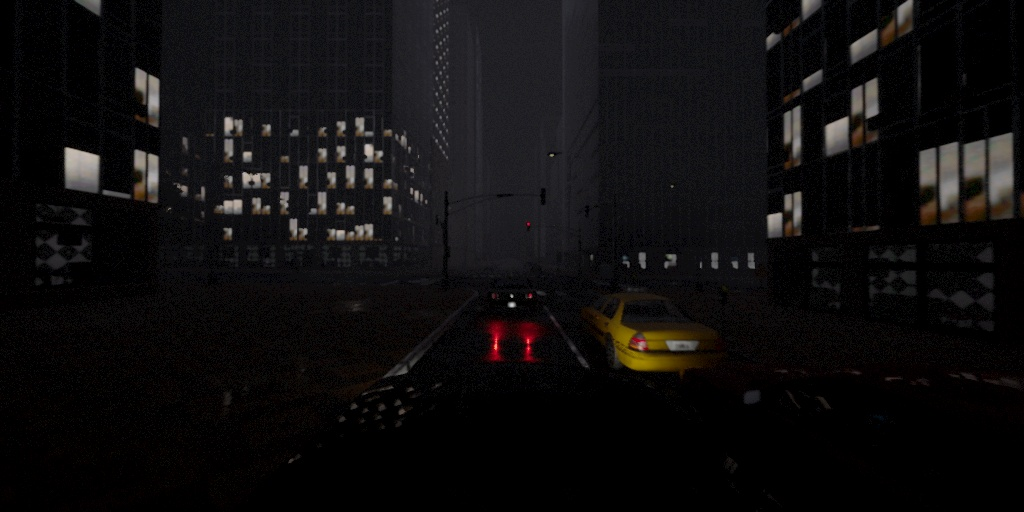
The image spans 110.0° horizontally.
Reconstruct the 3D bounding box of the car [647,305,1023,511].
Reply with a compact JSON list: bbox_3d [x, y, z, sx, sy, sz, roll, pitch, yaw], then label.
[{"bbox_3d":[2.565,1.298,1.982,1.888,1.381,4.507,0,0,0],"label":"car"}]

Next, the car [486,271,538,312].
[{"bbox_3d":[-0.027,1.490,15.094,1.895,1.301,4.718,0,-1,-1],"label":"car"}]

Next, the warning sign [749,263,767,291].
[{"bbox_3d":[17.265,1.444,24.848,1.060,1.860,1.300,0,0,-3],"label":"warning sign"}]

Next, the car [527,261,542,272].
[{"bbox_3d":[3.878,1.919,58.634,1.948,1.339,4.313,0,0,0],"label":"car"}]

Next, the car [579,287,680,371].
[{"bbox_3d":[2.566,1.336,7.704,1.751,1.417,4.829,0,0,0],"label":"car"}]

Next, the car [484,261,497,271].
[{"bbox_3d":[-4.082,1.989,64.117,1.802,1.307,4.207,0,0,0],"label":"car"}]
